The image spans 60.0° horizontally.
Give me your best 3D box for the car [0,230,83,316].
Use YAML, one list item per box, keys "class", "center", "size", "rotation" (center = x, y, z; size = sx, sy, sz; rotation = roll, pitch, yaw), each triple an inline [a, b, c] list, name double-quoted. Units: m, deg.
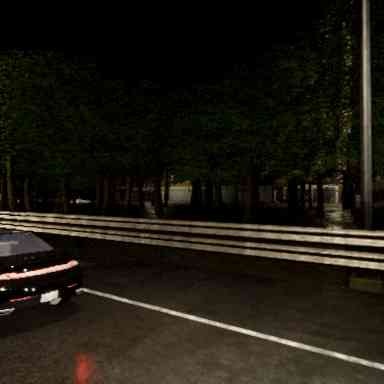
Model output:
- class: "car"
  center: [-4.355, 1.555, 6.977]
  size: [4.902, 1.511, 2.128]
  rotation: [-1, 0, 36]
